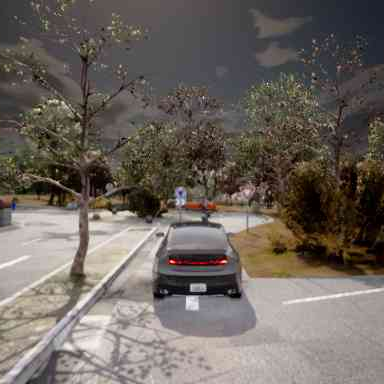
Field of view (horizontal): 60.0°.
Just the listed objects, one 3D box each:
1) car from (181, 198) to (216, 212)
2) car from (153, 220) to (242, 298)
[{"bbox_3d":[0.679,1.530,40.840,4.553,1.767,2.097,-2,-2,44],"label":"car"},{"bbox_3d":[0.100,1.486,8.484,1.837,1.490,4.892,0,0,0],"label":"car"}]
